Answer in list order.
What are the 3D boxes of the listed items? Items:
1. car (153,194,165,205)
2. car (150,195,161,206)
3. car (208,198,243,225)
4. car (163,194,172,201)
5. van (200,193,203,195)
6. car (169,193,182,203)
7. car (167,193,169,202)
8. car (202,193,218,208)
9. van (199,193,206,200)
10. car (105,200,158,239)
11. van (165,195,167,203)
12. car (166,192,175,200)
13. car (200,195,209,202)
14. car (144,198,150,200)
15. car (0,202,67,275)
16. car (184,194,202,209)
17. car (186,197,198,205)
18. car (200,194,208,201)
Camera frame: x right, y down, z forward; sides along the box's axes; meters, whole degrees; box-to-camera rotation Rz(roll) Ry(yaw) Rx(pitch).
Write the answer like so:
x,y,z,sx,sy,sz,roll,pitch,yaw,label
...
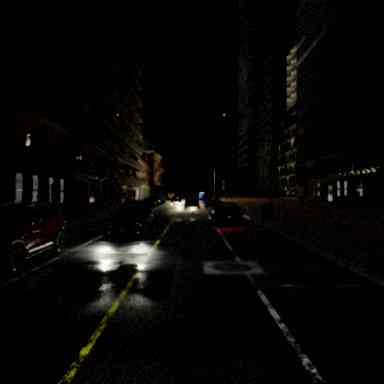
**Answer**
x,y,z,sx,sy,sz,roll,pitch,yaw,label
-5.663,1.393,49.559,2.008,1.369,4.403,1,0,0,car
-5.664,1.425,43.990,1.947,1.339,4.313,1,0,0,car
2.368,1.401,23.391,1.882,1.535,5.008,0,0,0,car
-5.653,1.285,77.238,1.752,1.417,4.829,1,0,0,car
2.725,1.150,60.695,1.690,1.788,3.998,1,0,0,van
-2.979,1.343,62.894,1.812,1.442,4.674,0,0,0,car
-5.658,1.335,60.529,1.752,1.417,4.829,1,0,0,car
2.718,1.299,43.986,1.967,1.590,4.097,1,0,0,car
2.734,1.067,88.544,1.690,1.788,3.998,1,0,0,van
-3.095,1.421,17.257,1.882,1.535,5.008,0,0,0,car
-5.657,1.167,55.129,1.690,1.788,3.998,1,0,0,van
-5.646,1.042,88.546,2.192,1.841,5.009,1,0,0,car
2.725,1.357,71.834,1.802,1.307,4.206,1,0,0,car
-5.668,1.439,32.850,1.887,1.381,4.507,1,0,0,car
-5.671,1.280,10.572,2.192,1.841,5.009,1,0,0,car
0.036,1.341,42.555,1.882,1.535,5.008,0,0,1,car
0.018,1.430,53.918,1.895,1.301,4.718,0,0,0,car
2.727,1.284,77.573,1.752,1.417,4.829,1,0,0,car
